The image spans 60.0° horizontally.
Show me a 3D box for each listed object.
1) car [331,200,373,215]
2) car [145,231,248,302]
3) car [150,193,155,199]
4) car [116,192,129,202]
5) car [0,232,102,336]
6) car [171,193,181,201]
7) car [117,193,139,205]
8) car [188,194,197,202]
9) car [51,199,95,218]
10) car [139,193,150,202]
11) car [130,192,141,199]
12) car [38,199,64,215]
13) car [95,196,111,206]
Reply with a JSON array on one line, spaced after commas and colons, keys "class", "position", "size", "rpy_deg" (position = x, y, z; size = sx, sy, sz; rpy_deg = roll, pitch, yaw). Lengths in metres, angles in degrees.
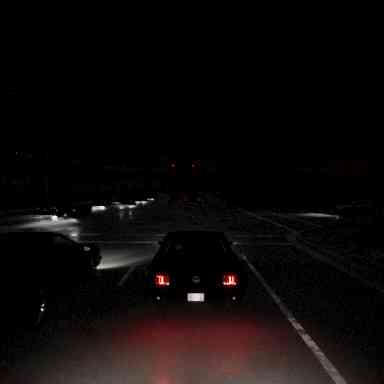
[{"class": "car", "position": [16.161, 1.526, 32.830], "size": [4.674, 1.442, 1.812], "rpy_deg": [0, 0, -2]}, {"class": "car", "position": [0.084, 1.601, 8.193], "size": [1.895, 1.301, 4.718], "rpy_deg": [0, 0, 0]}, {"class": "car", "position": [-10.487, 0.957, 83.993], "size": [2.033, 1.411, 5.357], "rpy_deg": [0, 1, 0]}, {"class": "car", "position": [-13.989, 0.934, 68.058], "size": [2.150, 2.045, 5.566], "rpy_deg": [0, 1, 0]}, {"class": "car", "position": [-3.419, 1.547, 6.812], "size": [2.033, 1.411, 5.357], "rpy_deg": [0, 0, 0]}, {"class": "car", "position": [-3.480, 0.999, 72.172], "size": [2.097, 1.767, 4.553], "rpy_deg": [0, 1, 0]}, {"class": "car", "position": [-10.582, 1.370, 55.249], "size": [1.837, 1.490, 4.892], "rpy_deg": [0, 1, 0]}, {"class": "car", "position": [0.110, 1.190, 68.732], "size": [2.128, 1.511, 4.902], "rpy_deg": [0, 1, 0]}, {"class": "car", "position": [-10.597, 1.595, 30.000], "size": [1.895, 1.301, 4.718], "rpy_deg": [0, 0, 0]}, {"class": "car", "position": [-10.489, 1.245, 69.220], "size": [1.994, 1.385, 4.181], "rpy_deg": [0, 1, 0]}, {"class": "car", "position": [-13.987, 0.915, 83.003], "size": [1.882, 1.535, 5.008], "rpy_deg": [0, 1, 0]}, {"class": "car", "position": [-14.096, 1.494, 34.328], "size": [1.837, 1.490, 4.892], "rpy_deg": [0, 0, 0]}, {"class": "car", "position": [-14.084, 1.394, 52.085], "size": [2.128, 1.511, 4.902], "rpy_deg": [0, 1, 0]}]
